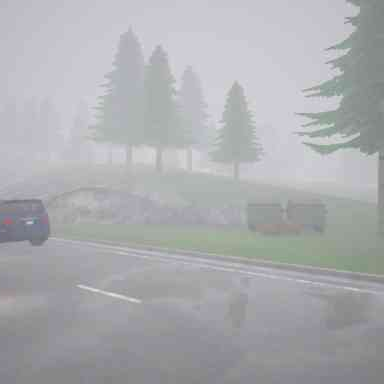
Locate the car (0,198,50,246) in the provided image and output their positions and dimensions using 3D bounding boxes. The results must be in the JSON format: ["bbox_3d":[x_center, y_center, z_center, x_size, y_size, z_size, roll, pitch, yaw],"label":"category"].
[{"bbox_3d":[-8.293,1.255,14.084,5.566,2.045,2.150,0,0,35],"label":"car"}]
